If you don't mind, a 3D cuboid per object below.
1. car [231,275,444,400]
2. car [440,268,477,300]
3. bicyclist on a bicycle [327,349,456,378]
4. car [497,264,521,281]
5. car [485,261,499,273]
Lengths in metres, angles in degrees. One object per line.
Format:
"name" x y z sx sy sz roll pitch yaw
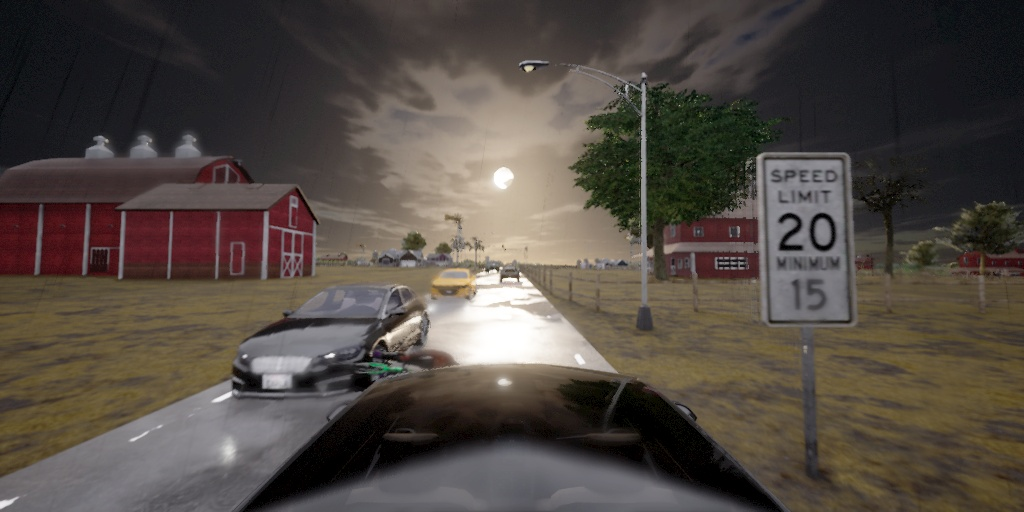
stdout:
"car" -2.888 1.293 6.844 2.128 1.511 4.902 0 0 0
"car" -2.967 1.420 19.152 1.882 1.535 5.008 0 -1 -1
"bicyclist on a bicycle" -1.350 1.524 4.760 1.620 0.582 1.656 -8 -23 23
"car" -0.200 1.642 34.708 1.837 1.490 4.892 0 0 0
"car" -3.313 1.787 61.026 2.150 2.045 5.566 0 -1 0
